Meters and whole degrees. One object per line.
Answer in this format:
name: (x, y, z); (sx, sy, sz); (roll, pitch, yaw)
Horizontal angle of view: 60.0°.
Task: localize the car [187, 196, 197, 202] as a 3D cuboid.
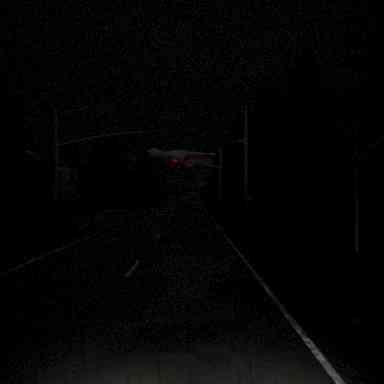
car: (0.003, 1.630, 77.673); (1.837, 1.490, 4.892); (0, 0, 0)
